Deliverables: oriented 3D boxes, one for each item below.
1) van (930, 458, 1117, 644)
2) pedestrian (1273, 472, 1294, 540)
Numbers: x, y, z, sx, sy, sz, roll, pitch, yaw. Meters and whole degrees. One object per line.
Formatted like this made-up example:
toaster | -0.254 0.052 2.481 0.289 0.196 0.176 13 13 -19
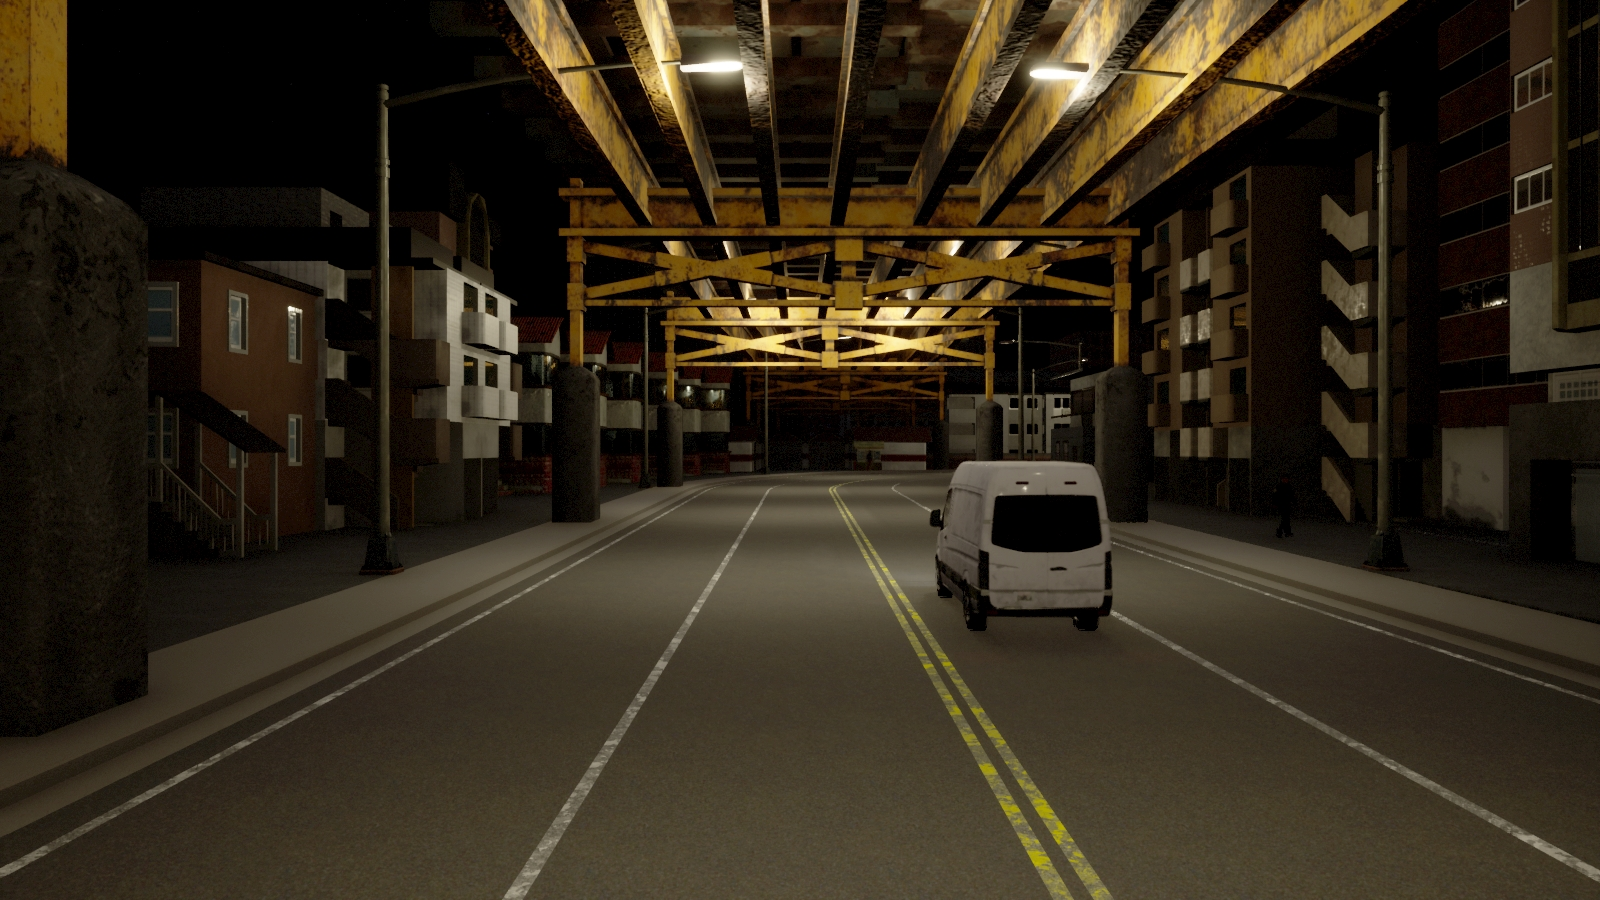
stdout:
van | 3.510 1.460 19.193 1.988 2.561 5.915 0 0 0
pedestrian | 13.384 1.554 31.633 0.375 1.860 0.375 0 0 -10
